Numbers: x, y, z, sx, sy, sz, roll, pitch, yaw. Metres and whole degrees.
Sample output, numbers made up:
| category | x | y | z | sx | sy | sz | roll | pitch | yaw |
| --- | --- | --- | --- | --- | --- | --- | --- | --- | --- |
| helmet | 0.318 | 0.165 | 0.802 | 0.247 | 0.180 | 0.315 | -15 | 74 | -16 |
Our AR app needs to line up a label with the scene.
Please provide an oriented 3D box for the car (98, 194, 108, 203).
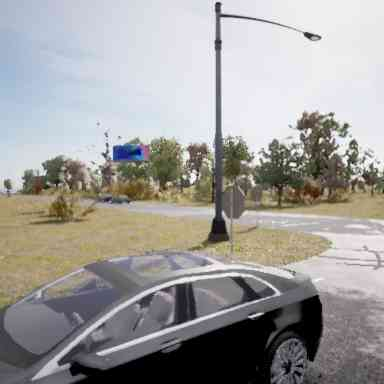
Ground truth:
| category | x | y | z | sx | sy | sz | roll | pitch | yaw |
| --- | --- | --- | --- | --- | --- | --- | --- | --- | --- |
| car | -15.829 | 1.171 | 61.261 | 1.837 | 1.490 | 4.892 | 0 | 0 | -34 |

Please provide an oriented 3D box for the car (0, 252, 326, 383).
| category | x | y | z | sx | sy | sz | roll | pitch | yaw |
| --- | --- | --- | --- | --- | --- | --- | --- | --- | --- |
| car | -0.638 | 1.479 | 3.427 | 4.902 | 1.511 | 2.128 | -1 | 0 | -35 |

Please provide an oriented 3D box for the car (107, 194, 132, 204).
| category | x | y | z | sx | sy | sz | roll | pitch | yaw |
| --- | --- | --- | --- | --- | --- | --- | --- | --- | --- |
| car | -11.832 | 1.228 | 55.350 | 2.033 | 1.411 | 5.357 | 0 | 0 | -33 |
